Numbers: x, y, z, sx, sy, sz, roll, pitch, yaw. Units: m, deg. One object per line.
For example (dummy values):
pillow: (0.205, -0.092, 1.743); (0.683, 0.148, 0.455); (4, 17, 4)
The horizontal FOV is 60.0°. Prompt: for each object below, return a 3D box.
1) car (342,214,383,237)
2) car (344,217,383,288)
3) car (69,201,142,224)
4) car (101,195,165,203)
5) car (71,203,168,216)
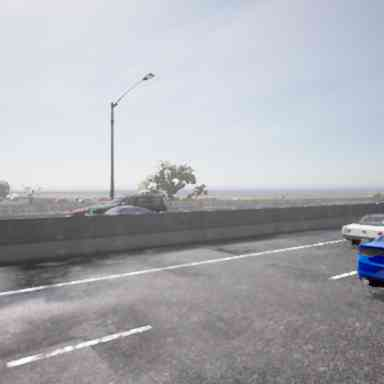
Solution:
car: (8.479, 1.584, 14.093); (4.718, 1.301, 1.895); (0, 0, -36)
car: (5.987, 1.467, 8.014); (5.008, 1.535, 1.882); (0, 0, -35)
car: (-6.470, 1.467, 25.095); (5.008, 1.535, 1.882); (0, 0, -35)
car: (-4.276, 1.212, 22.356); (5.566, 2.045, 2.150); (0, 0, -35)
car: (-3.894, 1.517, 18.353); (4.674, 1.442, 1.812); (0, 0, -35)
